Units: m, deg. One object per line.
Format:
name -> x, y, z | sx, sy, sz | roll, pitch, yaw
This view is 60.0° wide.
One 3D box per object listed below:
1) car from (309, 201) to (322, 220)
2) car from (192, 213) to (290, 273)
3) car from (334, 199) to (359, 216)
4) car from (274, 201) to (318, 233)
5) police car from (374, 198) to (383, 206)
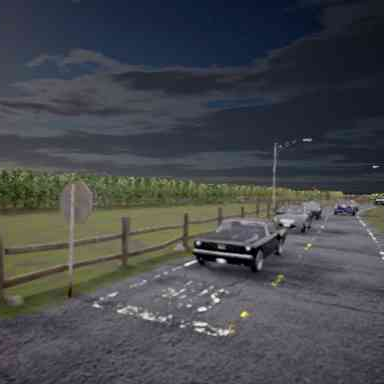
car -> 10.397, 1.587, 29.525 | 1.882, 1.535, 5.008 | 2, 1, 24
car -> 1.761, 1.573, 10.999 | 1.895, 1.301, 4.718 | 2, 0, 26
car -> 17.059, 1.614, 37.003 | 2.097, 1.767, 4.553 | 2, 0, 27
car -> 6.171, 1.535, 20.250 | 2.128, 1.511, 4.902 | 2, 0, 25
police car -> 38.561, 2.087, 67.691 | 1.930, 1.638, 5.238 | 2, 1, 41
